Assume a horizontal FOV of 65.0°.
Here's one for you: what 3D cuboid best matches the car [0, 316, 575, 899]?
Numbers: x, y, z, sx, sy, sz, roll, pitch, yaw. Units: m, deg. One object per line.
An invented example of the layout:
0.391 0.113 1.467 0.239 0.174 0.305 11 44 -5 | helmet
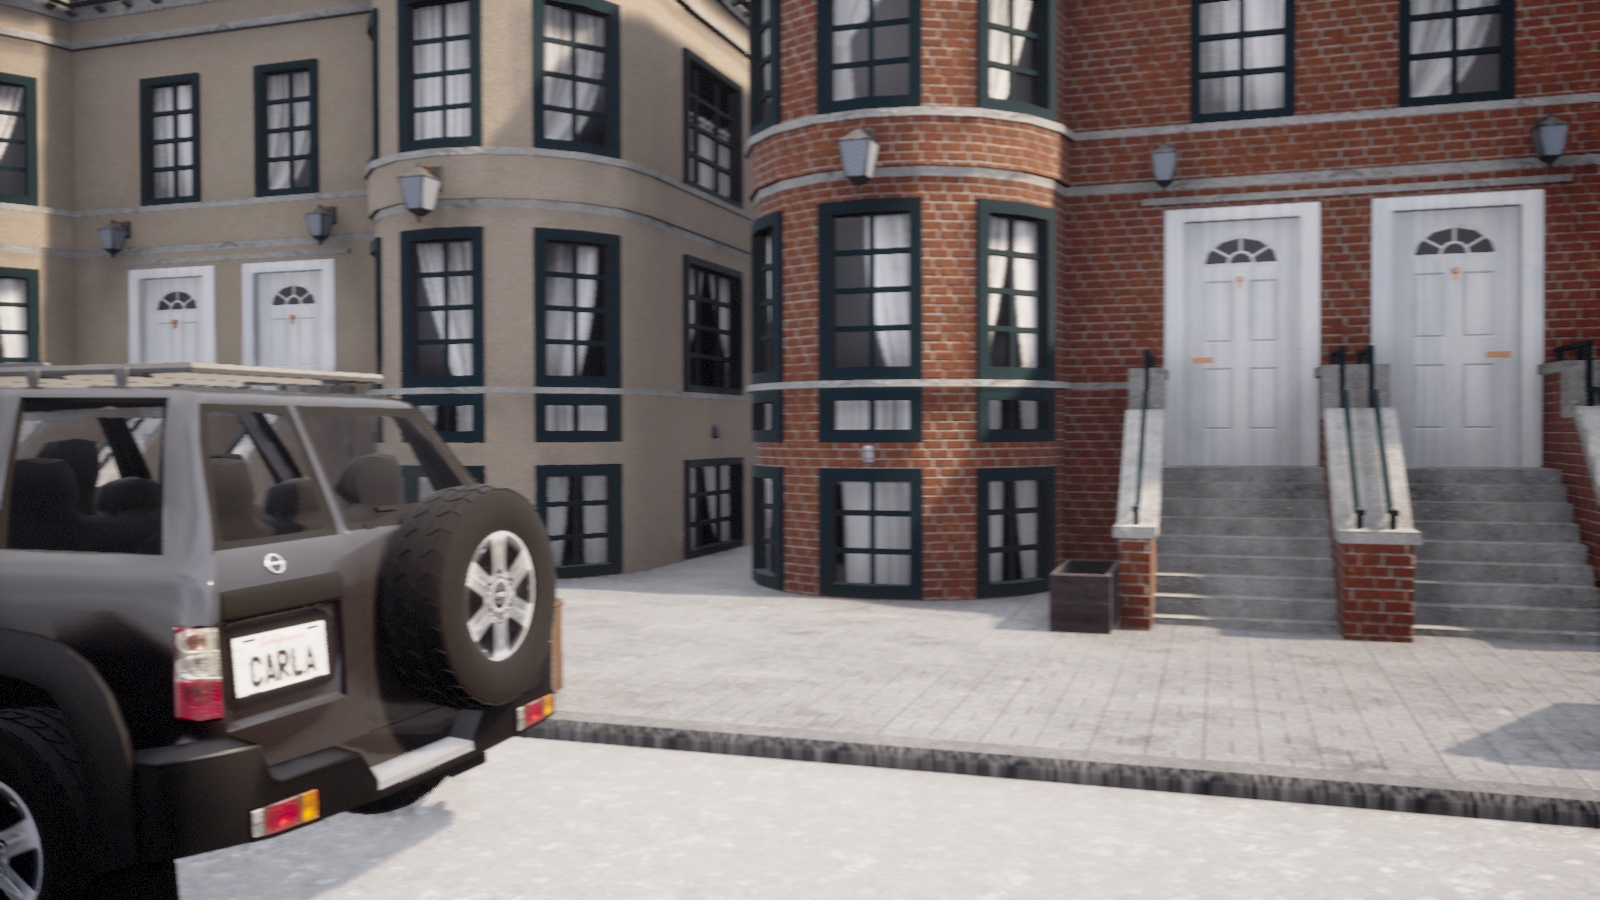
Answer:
-3.396 0.553 4.862 4.605 1.855 1.932 1 1 19 | car
